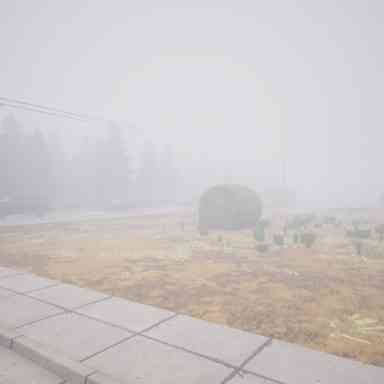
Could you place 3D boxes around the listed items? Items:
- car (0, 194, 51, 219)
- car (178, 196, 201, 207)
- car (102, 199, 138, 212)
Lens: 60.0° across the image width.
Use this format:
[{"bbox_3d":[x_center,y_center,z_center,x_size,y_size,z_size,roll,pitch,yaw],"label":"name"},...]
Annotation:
[{"bbox_3d":[-15.513,1.248,29.733,2.150,2.045,5.566,0,0,36],"label":"car"},{"bbox_3d":[-0.048,1.377,50.606,2.097,1.767,4.553,0,0,37],"label":"car"},{"bbox_3d":[-8.430,1.552,39.304,1.812,1.442,4.674,0,0,36],"label":"car"}]
